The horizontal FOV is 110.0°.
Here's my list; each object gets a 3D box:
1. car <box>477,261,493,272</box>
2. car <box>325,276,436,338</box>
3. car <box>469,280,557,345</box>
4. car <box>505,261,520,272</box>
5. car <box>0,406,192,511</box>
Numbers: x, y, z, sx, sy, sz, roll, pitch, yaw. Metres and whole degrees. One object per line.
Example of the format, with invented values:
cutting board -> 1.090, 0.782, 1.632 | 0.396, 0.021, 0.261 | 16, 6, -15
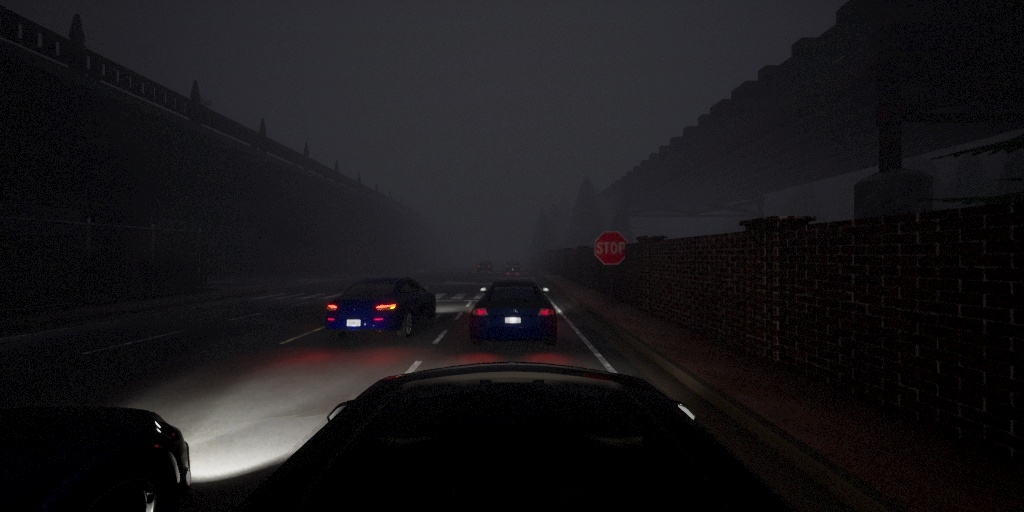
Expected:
car -> -3.430, 1.297, 46.054 | 2.033, 1.411, 5.357 | 0, 0, -1
car -> -3.420, 1.276, 10.031 | 1.812, 1.442, 4.674 | 0, 0, 0
car -> 0.062, 1.314, 9.511 | 1.994, 1.385, 4.181 | 0, 0, 1
car -> 0.065, 1.351, 46.248 | 1.895, 1.301, 4.718 | 0, 0, -1
car -> -3.399, 1.314, 0.935 | 1.994, 1.385, 4.181 | 0, 0, 0
